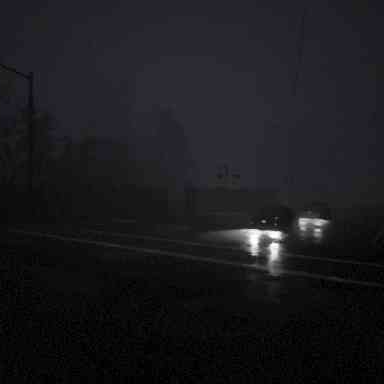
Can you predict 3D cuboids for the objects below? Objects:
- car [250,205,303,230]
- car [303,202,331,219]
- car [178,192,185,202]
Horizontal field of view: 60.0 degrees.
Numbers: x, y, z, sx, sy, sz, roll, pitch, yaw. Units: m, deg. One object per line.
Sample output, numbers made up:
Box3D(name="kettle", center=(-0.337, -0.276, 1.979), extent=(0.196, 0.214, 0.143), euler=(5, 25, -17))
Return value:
Box3D(name="car", center=(5.281, 1.531, 21.036), extent=(1.994, 1.385, 4.181), euler=(0, 0, 34))
Box3D(name="car", center=(10.878, 1.536, 29.315), extent=(1.994, 1.385, 4.181), euler=(0, 0, 34))
Box3D(name="car", center=(-2.142, 0.729, 55.404), extent=(4.605, 1.855, 1.932), euler=(0, 0, 34))
